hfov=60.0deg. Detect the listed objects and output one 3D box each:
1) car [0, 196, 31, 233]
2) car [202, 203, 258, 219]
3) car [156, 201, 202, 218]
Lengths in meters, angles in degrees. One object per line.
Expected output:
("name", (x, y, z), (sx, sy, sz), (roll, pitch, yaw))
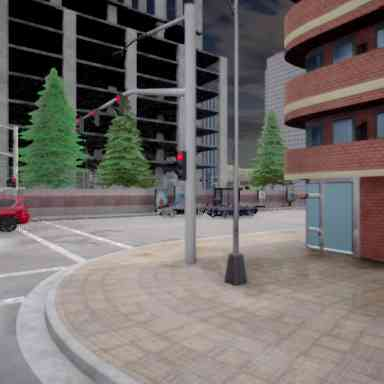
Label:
("car", (-12.091, 1.266, 18.549), (5.566, 2.045, 2.150), (0, 0, -35))
("car", (3.586, 1.658, 29.606), (4.718, 1.301, 1.895), (0, 0, -35))
("car", (-0.935, 1.549, 30.700), (4.902, 1.511, 2.128), (0, 0, -35))
